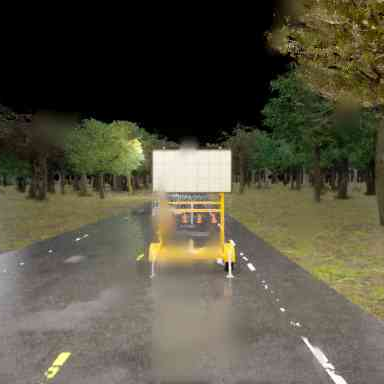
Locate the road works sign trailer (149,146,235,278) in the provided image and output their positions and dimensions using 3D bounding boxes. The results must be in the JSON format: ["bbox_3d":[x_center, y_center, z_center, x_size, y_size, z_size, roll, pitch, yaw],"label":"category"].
[{"bbox_3d":[-0.001,0.434,10.069,2.380,3.560,2.880,0,0,0],"label":"road works sign trailer"}]

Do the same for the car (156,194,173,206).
[{"bbox_3d":[-3.502,1.035,43.136,1.837,1.490,4.892,0,1,0],"label":"car"}]
